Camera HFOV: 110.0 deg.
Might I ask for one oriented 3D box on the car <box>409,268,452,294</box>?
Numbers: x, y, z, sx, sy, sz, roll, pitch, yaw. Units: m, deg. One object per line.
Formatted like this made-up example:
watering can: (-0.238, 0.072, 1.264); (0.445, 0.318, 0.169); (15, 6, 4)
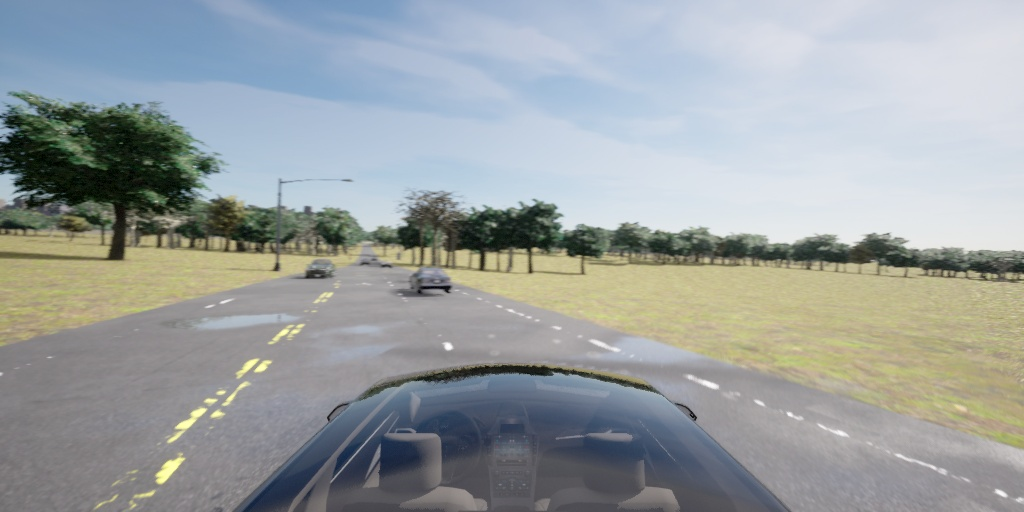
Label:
car: (-4.874, 1.382, 21.114); (2.033, 1.411, 5.357); (2, -1, -22)

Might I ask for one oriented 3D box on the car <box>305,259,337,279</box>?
car: (-16.629, 1.032, 31.325); (2.097, 1.767, 4.553); (2, -1, -22)
